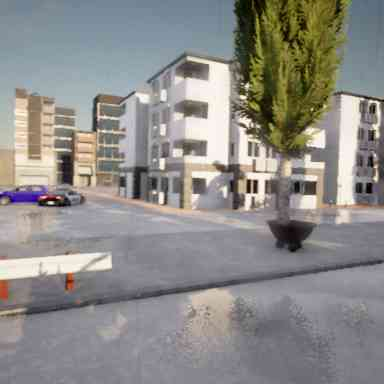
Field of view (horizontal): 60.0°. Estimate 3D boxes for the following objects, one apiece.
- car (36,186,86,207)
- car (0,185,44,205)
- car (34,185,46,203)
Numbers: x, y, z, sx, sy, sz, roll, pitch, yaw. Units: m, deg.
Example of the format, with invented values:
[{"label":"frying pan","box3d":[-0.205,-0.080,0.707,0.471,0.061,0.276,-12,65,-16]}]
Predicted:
[{"label":"car","box3d":[-9.806,0.313,25.739,1.853,1.218,4.536,2,2,3]},{"label":"car","box3d":[-12.446,0.196,24.814,3.633,1.501,1.845,1,2,-16]},{"label":"car","box3d":[-9.808,0.469,25.796,2.038,1.542,4.974,2,2,3]}]
